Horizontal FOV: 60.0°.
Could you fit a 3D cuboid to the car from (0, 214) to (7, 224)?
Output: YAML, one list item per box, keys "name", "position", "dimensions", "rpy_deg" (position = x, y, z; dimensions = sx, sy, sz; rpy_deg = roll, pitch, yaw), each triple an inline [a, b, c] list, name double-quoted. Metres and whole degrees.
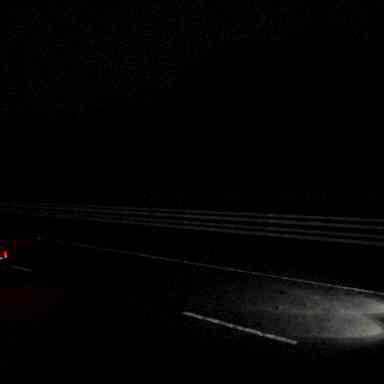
- name: "car"
  position: [-10.909, 1.352, 16.078]
  dimensions: [5.008, 1.535, 1.882]
  rpy_deg: [0, 0, 35]

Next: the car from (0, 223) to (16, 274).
- name: "car"
  position: [-6.715, 1.528, 8.789]
  dimensions: [4.718, 1.301, 1.895]
  rpy_deg: [0, 0, 36]
